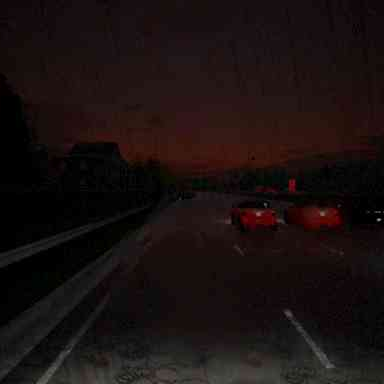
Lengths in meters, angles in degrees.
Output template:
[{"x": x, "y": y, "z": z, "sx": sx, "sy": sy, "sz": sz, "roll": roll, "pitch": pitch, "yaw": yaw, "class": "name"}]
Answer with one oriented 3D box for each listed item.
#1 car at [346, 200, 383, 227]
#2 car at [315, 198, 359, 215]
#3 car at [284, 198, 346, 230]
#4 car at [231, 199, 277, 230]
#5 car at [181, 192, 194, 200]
[{"x": 10.605, "y": 1.353, "z": 21.314, "sx": 2.128, "sy": 1.511, "sz": 4.902, "roll": 0, "pitch": 0, "yaw": 0, "class": "car"}, {"x": 14.108, "y": 1.336, "z": 32.736, "sx": 2.033, "sy": 1.411, "sz": 5.357, "roll": 0, "pitch": 0, "yaw": 0, "class": "car"}, {"x": 7.106, "y": 1.221, "z": 20.205, "sx": 2.097, "sy": 1.767, "sz": 4.553, "roll": 0, "pitch": 0, "yaw": 0, "class": "car"}, {"x": 3.605, "y": 1.222, "z": 20.139, "sx": 2.097, "sy": 1.767, "sz": 4.553, "roll": 0, "pitch": 0, "yaw": 0, "class": "car"}, {"x": -1.207, "y": 0.885, "z": 72.571, "sx": 2.097, "sy": 1.767, "sz": 4.553, "roll": 0, "pitch": 0, "yaw": 0, "class": "car"}]
